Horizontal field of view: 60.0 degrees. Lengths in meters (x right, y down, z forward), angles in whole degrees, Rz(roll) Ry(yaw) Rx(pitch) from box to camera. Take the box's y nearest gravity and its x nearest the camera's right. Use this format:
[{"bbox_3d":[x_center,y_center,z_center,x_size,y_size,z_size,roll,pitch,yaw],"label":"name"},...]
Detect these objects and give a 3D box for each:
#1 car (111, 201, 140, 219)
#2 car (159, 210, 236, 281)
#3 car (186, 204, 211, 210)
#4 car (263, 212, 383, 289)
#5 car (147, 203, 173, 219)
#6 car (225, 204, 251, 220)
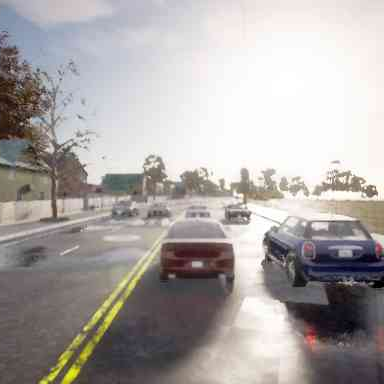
[{"bbox_3d":[-6.030,1.566,30.533,2.128,1.511,4.902,0,0,2],"label":"car"},{"bbox_3d":[0.165,1.498,9.946,1.882,1.535,5.008,0,-1,1],"label":"car"},{"bbox_3d":[0.476,1.603,24.916,2.033,1.411,5.357,0,0,2],"label":"car"},{"bbox_3d":[3.407,1.371,9.434,2.097,1.767,4.553,0,0,1],"label":"car"},{"bbox_3d":[-2.804,1.634,29.748,1.994,1.385,4.181,0,0,2],"label":"car"},{"bbox_3d":[3.853,1.665,28.629,1.895,1.301,4.718,0,0,2],"label":"car"}]
